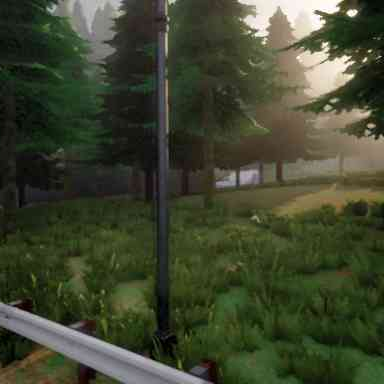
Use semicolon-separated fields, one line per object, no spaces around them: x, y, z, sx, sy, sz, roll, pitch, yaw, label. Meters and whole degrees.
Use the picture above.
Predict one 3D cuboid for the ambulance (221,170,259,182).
6.081;-1.380;43.378;6.366;2.431;2.351;-5;-1;12;ambulance
